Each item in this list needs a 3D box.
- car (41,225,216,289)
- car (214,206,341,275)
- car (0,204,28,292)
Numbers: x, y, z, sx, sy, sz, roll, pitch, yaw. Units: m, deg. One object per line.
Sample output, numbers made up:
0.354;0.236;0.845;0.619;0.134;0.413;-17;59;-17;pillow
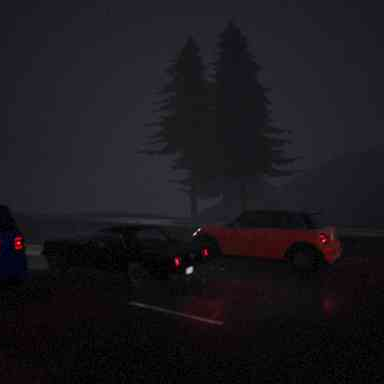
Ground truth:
-1.946;1.578;9.071;4.718;1.301;1.895;0;0;32;car
2.160;1.307;10.523;4.553;1.767;2.097;0;0;33;car
-6.120;1.221;7.496;5.566;2.045;2.150;0;0;30;car
